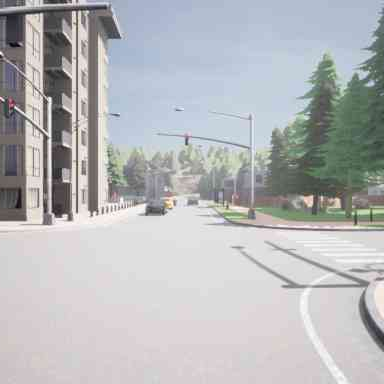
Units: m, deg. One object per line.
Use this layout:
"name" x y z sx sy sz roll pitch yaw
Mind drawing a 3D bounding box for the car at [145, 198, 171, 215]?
"car" -3.512 1.477 33.470 1.882 1.535 5.008 0 0 0

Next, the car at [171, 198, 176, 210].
"car" -3.476 1.477 43.431 1.882 1.535 5.008 0 0 0

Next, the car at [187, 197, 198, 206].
"car" 0.148 1.547 55.654 2.033 1.411 5.357 0 0 0
